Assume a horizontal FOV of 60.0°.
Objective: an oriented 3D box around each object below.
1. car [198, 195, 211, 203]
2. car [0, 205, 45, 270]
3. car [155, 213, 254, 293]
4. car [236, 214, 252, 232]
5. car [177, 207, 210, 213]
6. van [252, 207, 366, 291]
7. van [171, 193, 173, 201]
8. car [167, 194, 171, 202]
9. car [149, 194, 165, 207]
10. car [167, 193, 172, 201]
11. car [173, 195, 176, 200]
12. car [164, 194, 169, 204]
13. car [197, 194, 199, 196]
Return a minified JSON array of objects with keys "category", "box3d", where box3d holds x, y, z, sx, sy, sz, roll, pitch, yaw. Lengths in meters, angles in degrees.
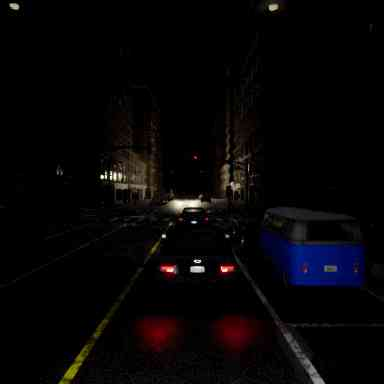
[{"category":"car","box3d":[2.855,1.403,68.734,1.967,1.590,4.097,0,0,0]},{"category":"car","box3d":[-5.670,1.313,8.657,2.192,1.841,5.009,0,0,0]},{"category":"car","box3d":[0.101,1.546,8.968,2.033,1.411,5.357,0,0,0]},{"category":"car","box3d":[2.856,1.562,14.358,1.947,1.339,4.313,0,0,0]},{"category":"car","box3d":[0.101,1.557,19.287,1.994,1.385,4.181,0,0,0]},{"category":"van","box3d":[2.855,1.339,8.697,1.690,1.788,3.998,0,0,0]},{"category":"van","box3d":[-5.670,1.305,74.149,1.690,1.788,3.998,0,0,0]},{"category":"car","box3d":[-5.669,1.509,63.248,1.887,1.381,4.507,0,0,0]},{"category":"car","box3d":[-5.669,1.493,52.176,1.752,1.417,4.829,0,0,0]},{"category":"car","box3d":[-5.669,1.508,68.699,1.887,1.381,4.507,0,0,0]},{"category":"car","box3d":[-5.669,1.516,79.600,2.008,1.369,4.403,0,0,0]},{"category":"car","box3d":[-5.669,1.516,57.797,2.008,1.369,4.403,0,0,0]},{"category":"car","box3d":[2.856,1.515,79.632,2.008,1.369,4.403,0,0,0]}]
